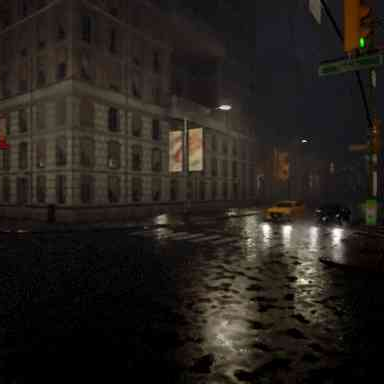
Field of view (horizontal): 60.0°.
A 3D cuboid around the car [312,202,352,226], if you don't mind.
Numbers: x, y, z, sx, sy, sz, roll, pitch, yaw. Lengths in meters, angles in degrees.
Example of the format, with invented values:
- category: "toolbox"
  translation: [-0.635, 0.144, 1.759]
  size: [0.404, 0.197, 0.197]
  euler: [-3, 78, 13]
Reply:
- category: "car"
  translation: [10.010, 1.492, 23.654]
  size: [1.837, 1.490, 4.892]
  euler: [0, 0, 36]

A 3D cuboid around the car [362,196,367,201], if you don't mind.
- category: "car"
  translation: [44.536, 1.563, 84.503]
  size: [1.895, 1.301, 4.718]
  euler: [0, 0, 35]

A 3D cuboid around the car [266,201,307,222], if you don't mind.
- category: "car"
  translation: [7.513, 1.458, 26.197]
  size: [1.882, 1.535, 5.008]
  euler: [0, 0, 35]
